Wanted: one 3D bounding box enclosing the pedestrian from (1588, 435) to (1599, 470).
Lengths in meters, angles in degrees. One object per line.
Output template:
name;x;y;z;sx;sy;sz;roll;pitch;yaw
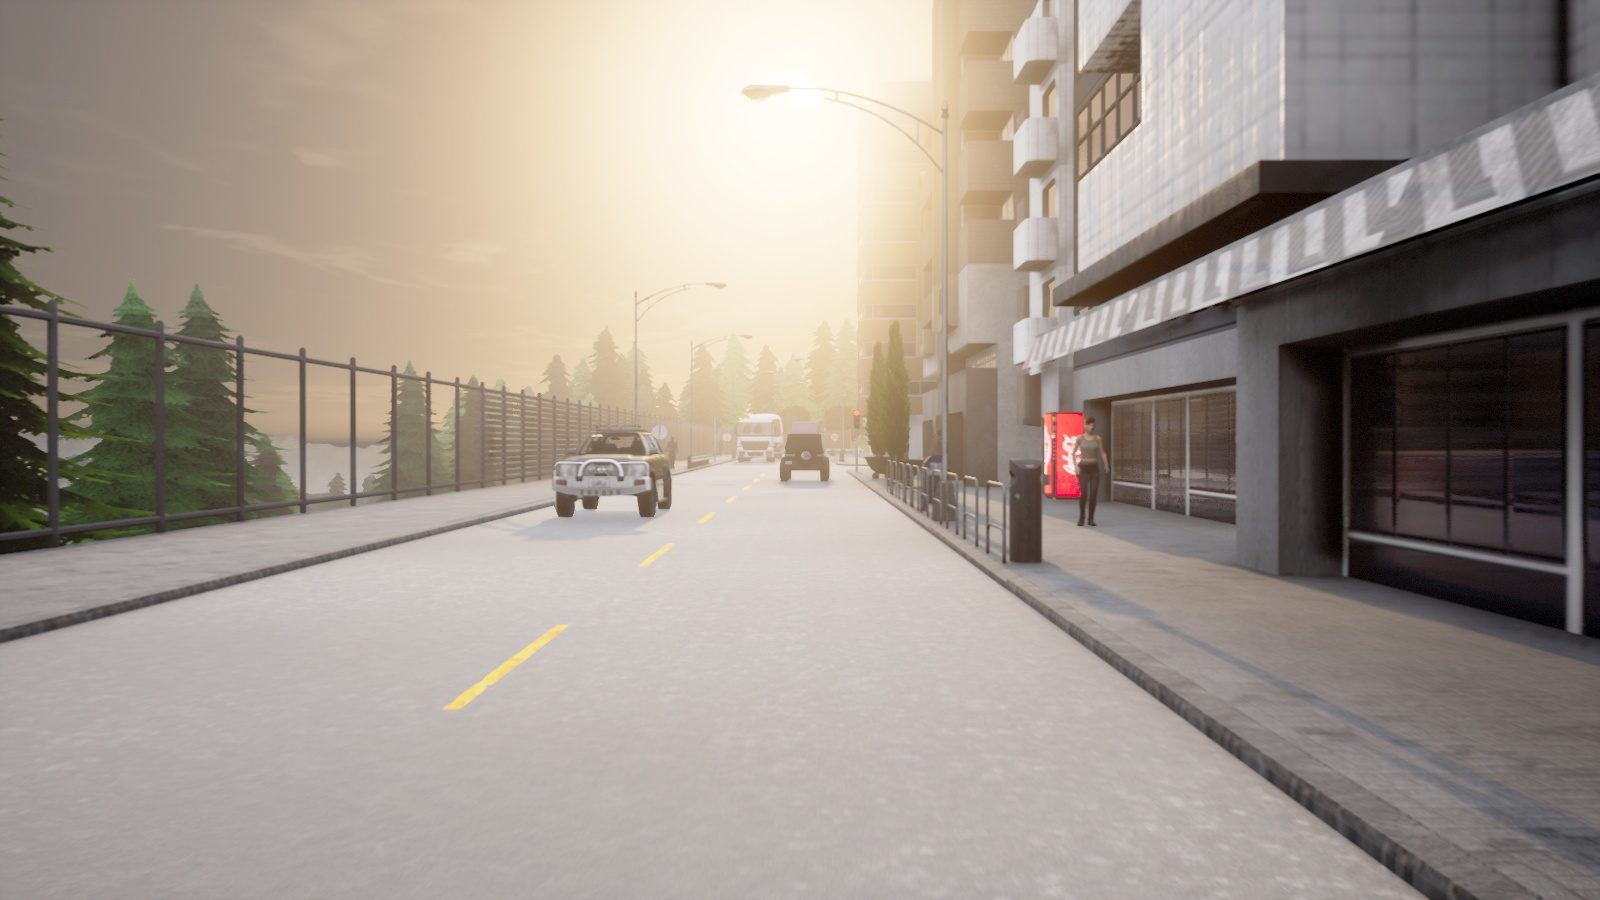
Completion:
pedestrian;42.423;0.111;66.821;0.720;1.854;0.376;0;0;4

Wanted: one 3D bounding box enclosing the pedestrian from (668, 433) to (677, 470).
pedestrian;-6.781;0.075;66.613;0.423;1.949;0.788;0;0;-9

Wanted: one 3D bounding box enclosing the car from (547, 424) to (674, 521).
car;-3.838;0.412;26.237;1.932;1.855;4.605;0;0;0

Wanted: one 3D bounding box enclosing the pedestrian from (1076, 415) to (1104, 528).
pedestrian;4.766;0.344;20.648;0.345;1.836;0.594;0;0;3

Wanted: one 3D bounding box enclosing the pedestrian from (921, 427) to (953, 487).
pedestrian;4.535;0.223;41.572;0.873;1.952;0.659;0;0;-15

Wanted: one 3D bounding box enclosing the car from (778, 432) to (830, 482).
car;0.208;0.264;49.482;1.905;1.878;3.866;0;0;2
